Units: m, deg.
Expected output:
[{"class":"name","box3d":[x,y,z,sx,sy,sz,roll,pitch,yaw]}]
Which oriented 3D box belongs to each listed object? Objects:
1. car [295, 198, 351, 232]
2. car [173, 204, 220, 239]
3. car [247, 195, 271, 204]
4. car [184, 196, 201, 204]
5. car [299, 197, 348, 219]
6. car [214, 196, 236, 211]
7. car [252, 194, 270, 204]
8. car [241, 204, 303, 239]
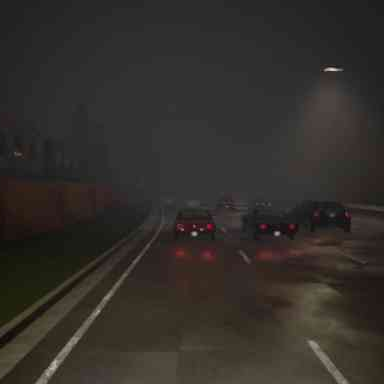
[{"class":"car","box3d":[7.106,1.185,18.959,2.097,1.767,4.553,0,0,0]},{"class":"car","box3d":[0.105,1.459,16.227,1.895,1.301,4.718,0,0,0]},{"class":"car","box3d":[7.045,1.241,35.152,2.033,1.411,5.357,0,1,1]},{"class":"car","box3d":[0.055,1.209,36.305,1.812,1.442,4.674,0,1,1]},{"class":"car","box3d":[10.609,1.252,27.344,2.128,1.511,4.902,0,0,0]},{"class":"car","box3d":[3.552,1.194,35.699,1.837,1.490,4.892,0,1,1]},{"class":"car","box3d":[10.608,1.116,51.457,1.994,1.385,4.181,0,1,0]},{"class":"car","box3d":[3.606,1.458,16.298,1.895,1.301,4.718,0,1,0]}]
